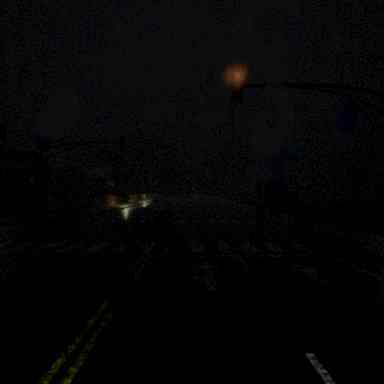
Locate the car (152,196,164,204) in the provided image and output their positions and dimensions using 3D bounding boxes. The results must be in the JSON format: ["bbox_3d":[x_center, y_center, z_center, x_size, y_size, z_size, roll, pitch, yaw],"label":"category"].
[{"bbox_3d":[-6.403,1.478,63.192,1.882,1.535,5.008,0,1,0],"label":"car"}]
